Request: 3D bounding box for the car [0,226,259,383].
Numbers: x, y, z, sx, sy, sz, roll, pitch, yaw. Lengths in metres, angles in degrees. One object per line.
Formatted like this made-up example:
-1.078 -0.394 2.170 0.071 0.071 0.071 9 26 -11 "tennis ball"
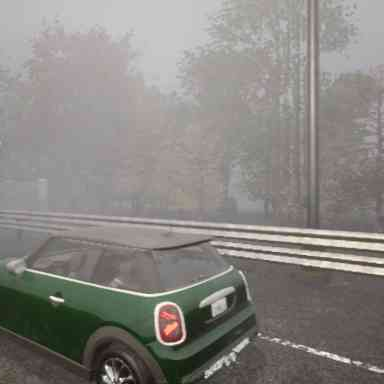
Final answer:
-1.413 1.305 4.969 4.553 1.767 2.097 0 0 36 "car"
